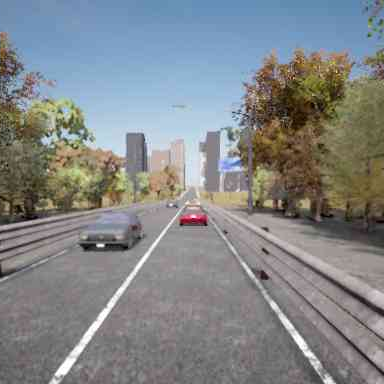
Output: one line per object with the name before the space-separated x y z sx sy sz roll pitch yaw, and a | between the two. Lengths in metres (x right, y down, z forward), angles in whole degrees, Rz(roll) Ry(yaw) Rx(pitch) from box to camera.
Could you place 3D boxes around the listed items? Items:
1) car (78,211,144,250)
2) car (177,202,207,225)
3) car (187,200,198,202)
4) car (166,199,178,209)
car | -3.345 1.589 14.846 2.033 1.411 5.357 0 0 0
car | 0.105 1.685 24.993 1.994 1.385 4.181 0 -1 0
car | 0.111 1.804 42.959 1.882 1.535 5.008 0 -1 0
car | -3.301 1.967 55.557 2.128 1.511 4.902 0 -1 0
